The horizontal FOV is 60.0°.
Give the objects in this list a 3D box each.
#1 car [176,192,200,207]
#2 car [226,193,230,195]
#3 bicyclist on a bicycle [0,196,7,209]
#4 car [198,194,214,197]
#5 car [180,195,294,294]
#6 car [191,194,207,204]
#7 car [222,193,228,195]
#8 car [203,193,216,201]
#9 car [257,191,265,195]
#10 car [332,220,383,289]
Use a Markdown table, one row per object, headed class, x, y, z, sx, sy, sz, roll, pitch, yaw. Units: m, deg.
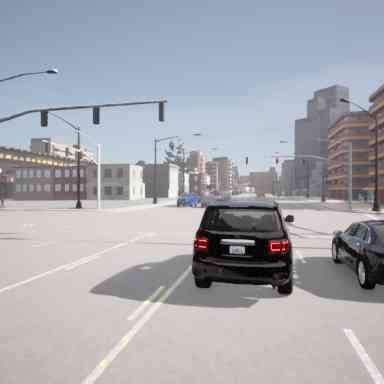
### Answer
| class | x | y | z | sx | sy | sz | roll | pitch | yaw |
| --- | --- | --- | --- | --- | --- | --- | --- | --- | --- |
| car | -0.639 | 1.073 | 48.503 | 2.150 | 2.045 | 5.566 | 0 | 1 | 12 |
| car | 6.875 | 1.025 | 67.522 | 1.837 | 1.490 | 4.892 | 0 | 1 | 12 |
| bicyclist on a bicycle | -23.742 | 1.298 | 41.537 | 0.582 | 1.620 | 1.656 | 0 | 0 | 10 |
| car | 2.436 | 1.375 | 46.090 | 1.837 | 1.490 | 4.892 | 0 | 1 | 12 |
| car | 1.558 | 1.220 | 9.073 | 2.150 | 2.045 | 5.566 | 0 | 0 | 15 |
| car | 1.294 | 1.209 | 57.974 | 1.837 | 1.490 | 4.892 | 0 | 1 | 11 |
| car | 4.293 | 1.342 | 55.164 | 1.895 | 1.301 | 4.718 | 0 | 1 | 12 |
| car | 3.679 | 1.039 | 69.268 | 2.033 | 1.411 | 5.357 | 0 | 1 | 11 |
| car | 17.620 | 0.548 | 85.140 | 2.097 | 1.767 | 4.553 | 0 | 1 | 11 |
| car | 5.118 | 1.504 | 8.945 | 1.837 | 1.490 | 4.892 | 0 | 0 | 11 |
